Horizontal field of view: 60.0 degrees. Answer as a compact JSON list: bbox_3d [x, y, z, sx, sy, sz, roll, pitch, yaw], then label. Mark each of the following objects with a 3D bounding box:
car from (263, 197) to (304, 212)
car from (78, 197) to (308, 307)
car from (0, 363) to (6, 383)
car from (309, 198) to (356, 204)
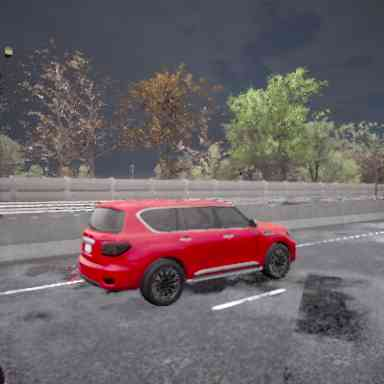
[{"bbox_3d":[10.264,1.320,37.079,4.674,1.442,1.812,0,0,-36],"label":"car"},{"bbox_3d":[0.124,1.187,8.139,5.566,2.045,2.150,-1,0,-35],"label":"car"},{"bbox_3d":[-3.518,1.495,1.237,5.008,1.535,1.882,-1,0,-35],"label":"car"},{"bbox_3d":[13.512,1.291,30.809,4.902,1.511,2.128,0,0,-35],"label":"car"}]
